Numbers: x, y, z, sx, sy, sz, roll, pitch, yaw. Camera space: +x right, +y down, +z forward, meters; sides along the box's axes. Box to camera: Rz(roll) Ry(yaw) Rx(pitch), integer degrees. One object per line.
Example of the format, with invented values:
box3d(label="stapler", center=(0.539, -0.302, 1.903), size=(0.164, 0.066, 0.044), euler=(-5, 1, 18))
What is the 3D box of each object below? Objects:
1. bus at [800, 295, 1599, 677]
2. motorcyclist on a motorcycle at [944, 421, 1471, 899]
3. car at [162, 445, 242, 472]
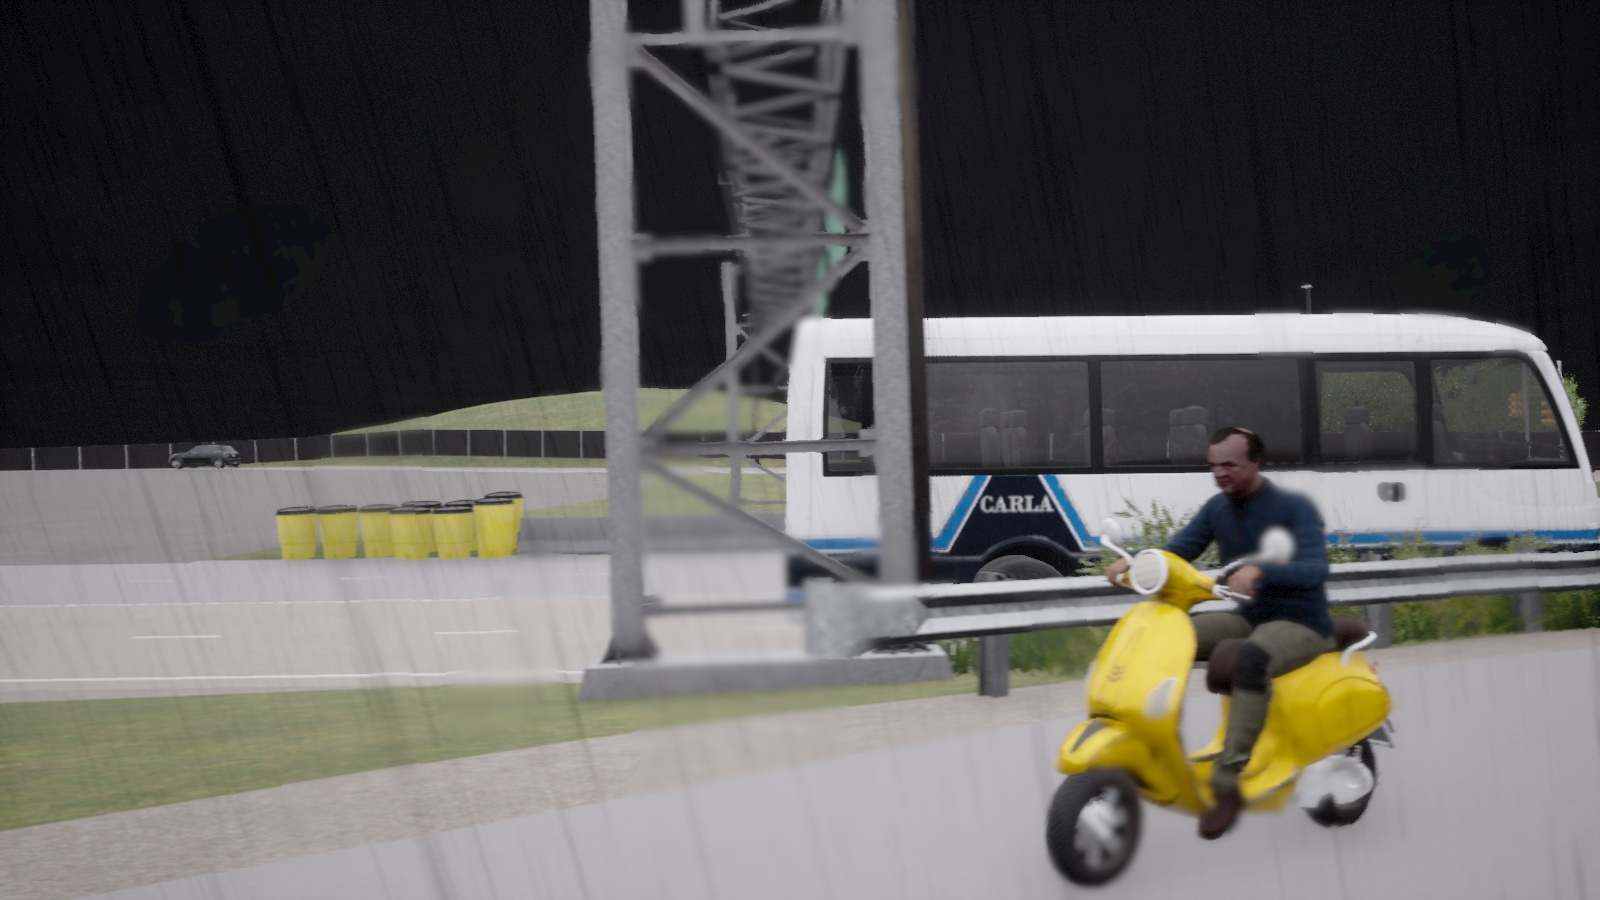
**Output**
box3d(label="bus", center=(5.206, 0.373, 16.400), size=(10.273, 4.253, 3.944), euler=(-1, 1, -1))
box3d(label="motorcyclist on a motorcycle", center=(1.522, 0.704, 4.621), size=(1.817, 1.590, 0.866), euler=(0, 0, -31))
box3d(label="car", center=(-41.441, 0.599, 87.039), size=(4.553, 1.767, 2.097), euler=(-1, 1, 5))
